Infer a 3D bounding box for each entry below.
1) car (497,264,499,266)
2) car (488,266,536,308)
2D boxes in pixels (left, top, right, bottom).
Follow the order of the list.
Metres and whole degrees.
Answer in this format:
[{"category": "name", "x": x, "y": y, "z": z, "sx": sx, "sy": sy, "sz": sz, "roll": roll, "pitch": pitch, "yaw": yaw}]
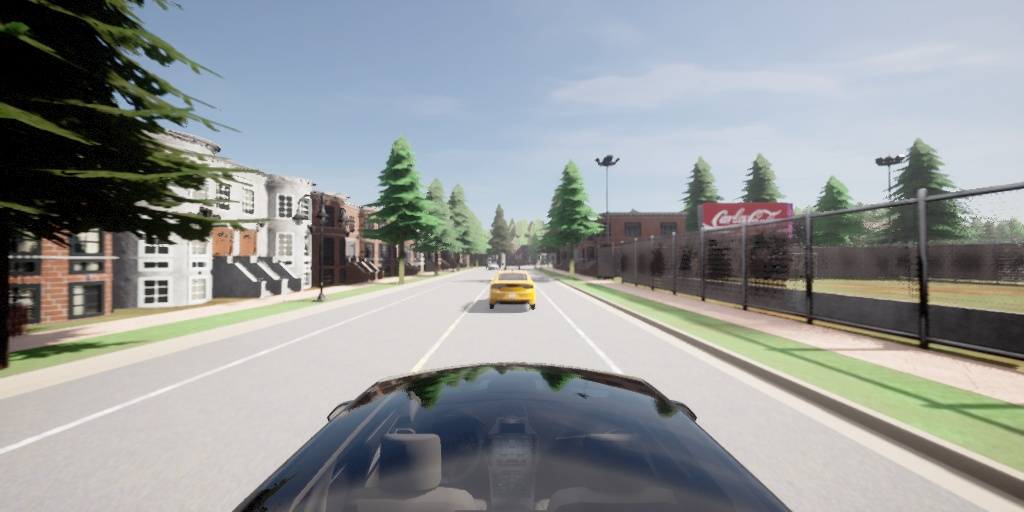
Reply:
[{"category": "car", "x": 0.037, "y": 1.549, "z": 30.338, "sx": 2.128, "sy": 1.511, "sz": 4.902, "roll": 0, "pitch": 0, "yaw": 0}, {"category": "car", "x": 0.033, "y": 1.381, "z": 16.087, "sx": 1.882, "sy": 1.535, "sz": 5.008, "roll": 0, "pitch": 0, "yaw": 0}]
